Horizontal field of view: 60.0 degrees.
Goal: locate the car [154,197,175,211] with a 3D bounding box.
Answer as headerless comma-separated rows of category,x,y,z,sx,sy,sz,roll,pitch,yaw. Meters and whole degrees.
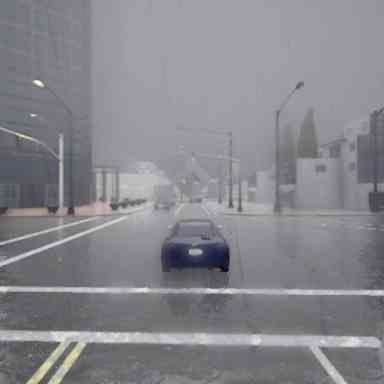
car,-3.566,1.534,40.814,2.128,1.511,4.902,0,0,0

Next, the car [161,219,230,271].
car,0.100,1.587,10.964,1.994,1.385,4.181,0,0,0

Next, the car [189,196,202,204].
car,0.764,1.563,66.754,2.128,1.511,4.902,0,0,12
